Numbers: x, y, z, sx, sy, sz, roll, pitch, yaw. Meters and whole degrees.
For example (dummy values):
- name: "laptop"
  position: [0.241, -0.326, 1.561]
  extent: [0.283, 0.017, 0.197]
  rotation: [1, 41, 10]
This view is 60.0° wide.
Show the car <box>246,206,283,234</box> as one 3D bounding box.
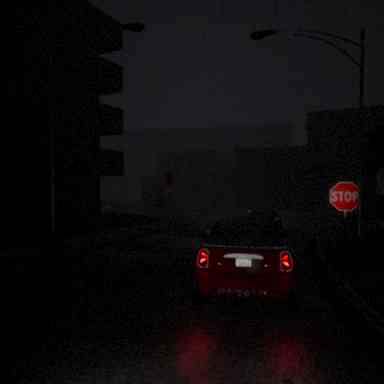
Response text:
- name: "car"
  position: [4.423, 1.652, 20.825]
  extent: [1.994, 1.385, 4.181]
  rotation: [1, 0, 9]

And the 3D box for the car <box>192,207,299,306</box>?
- name: "car"
  position: [1.357, 1.378, 8.410]
  extent: [2.097, 1.767, 4.553]
  rotation: [0, 0, 10]
